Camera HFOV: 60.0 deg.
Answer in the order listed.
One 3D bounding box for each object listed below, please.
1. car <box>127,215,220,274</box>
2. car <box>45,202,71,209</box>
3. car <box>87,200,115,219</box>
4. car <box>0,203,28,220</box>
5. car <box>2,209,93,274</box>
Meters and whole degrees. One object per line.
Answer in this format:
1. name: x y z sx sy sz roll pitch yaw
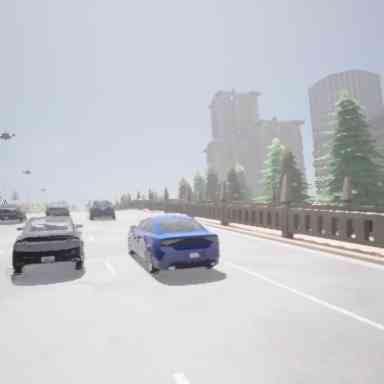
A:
1. car: -0.846 1.483 10.850 1.882 1.535 5.008 -1 0 -21
2. car: -11.570 1.644 28.666 2.128 1.511 4.902 -1 0 -21
3. car: -8.168 1.457 29.570 2.097 1.767 4.553 -1 0 -21
4. car: -14.766 1.702 27.229 1.837 1.490 4.892 -1 0 -21
5. car: -4.640 1.550 10.947 2.128 1.511 4.902 -1 0 -21
